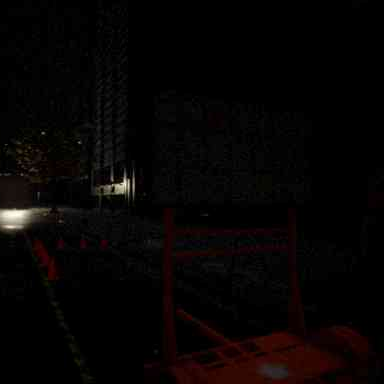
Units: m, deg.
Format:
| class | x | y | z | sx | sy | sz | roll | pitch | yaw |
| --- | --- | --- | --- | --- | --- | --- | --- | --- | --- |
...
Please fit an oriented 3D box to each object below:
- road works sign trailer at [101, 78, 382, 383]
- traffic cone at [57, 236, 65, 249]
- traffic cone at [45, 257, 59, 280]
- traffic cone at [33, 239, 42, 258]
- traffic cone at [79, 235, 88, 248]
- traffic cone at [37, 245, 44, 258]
| class | x | y | z | sx | sy | sz | roll | pitch | yaw |
| --- | --- | --- | --- | --- | --- | --- | --- | --- | --- |
| road works sign trailer | 0.465 | 0.591 | 4.128 | 2.380 | 3.560 | 2.880 | 1 | -2 | -29 |
| traffic cone | -6.040 | 2.330 | 15.351 | 0.340 | 0.580 | 0.340 | 1 | -2 | -29 |
| traffic cone | -4.032 | 2.191 | 9.611 | 0.340 | 0.580 | 0.340 | 1 | -2 | -29 |
| traffic cone | -5.955 | 2.270 | 13.118 | 0.340 | 0.580 | 0.340 | 1 | -2 | -29 |
| traffic cone | -5.163 | 2.352 | 15.832 | 0.340 | 0.580 | 0.340 | 1 | -2 | -29 |
| traffic cone | -4.994 | 2.230 | 11.365 | 0.340 | 0.580 | 0.340 | 1 | -2 | -29 |
